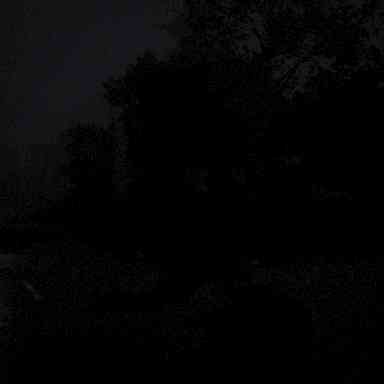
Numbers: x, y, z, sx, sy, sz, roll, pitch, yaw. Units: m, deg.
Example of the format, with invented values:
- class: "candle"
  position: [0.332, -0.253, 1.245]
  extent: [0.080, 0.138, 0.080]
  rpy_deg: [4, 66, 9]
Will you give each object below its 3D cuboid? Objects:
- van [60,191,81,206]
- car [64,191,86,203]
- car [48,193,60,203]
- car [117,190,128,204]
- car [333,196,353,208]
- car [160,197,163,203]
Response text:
- class: "van"
  position: [-15.111, 0.851, 42.876]
  extent: [1.878, 1.987, 4.442]
  rpy_deg: [-1, 1, -36]
- class: "car"
  position: [-19.269, 0.773, 54.806]
  extent: [2.185, 1.767, 4.553]
  rpy_deg: [-1, 1, -36]
- class: "car"
  position: [-21.766, 0.928, 53.285]
  extent: [1.946, 1.575, 5.366]
  rpy_deg: [-1, 1, -36]
- class: "car"
  position: [-11.771, 0.596, 60.187]
  extent: [2.435, 2.045, 5.566]
  rpy_deg: [0, 1, -36]
- class: "car"
  position: [20.053, 1.318, 44.598]
  extent: [1.882, 1.535, 5.008]
  rpy_deg: [1, 0, -33]
- class: "car"
  position: [-5.975, 0.736, 49.309]
  extent: [2.435, 2.045, 5.566]
  rpy_deg: [0, 1, -36]
